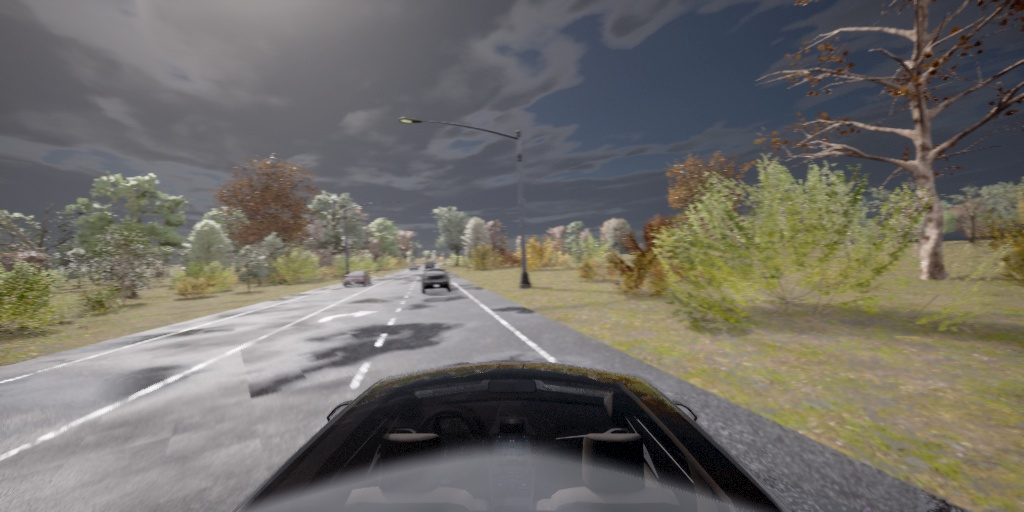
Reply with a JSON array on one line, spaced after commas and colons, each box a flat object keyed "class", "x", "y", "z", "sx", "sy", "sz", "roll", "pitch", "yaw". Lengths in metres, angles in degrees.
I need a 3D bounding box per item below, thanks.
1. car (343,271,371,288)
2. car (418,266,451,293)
[{"class": "car", "x": -14.550, "y": 2.132, "z": 33.882, "sx": 1.812, "sy": 1.442, "sz": 4.674, "roll": -3, "pitch": 0, "yaw": -13}, {"class": "car", "x": -5.259, "y": 1.638, "z": 24.670, "sx": 1.837, "sy": 1.490, "sz": 4.892, "roll": -3, "pitch": 0, "yaw": -13}]
